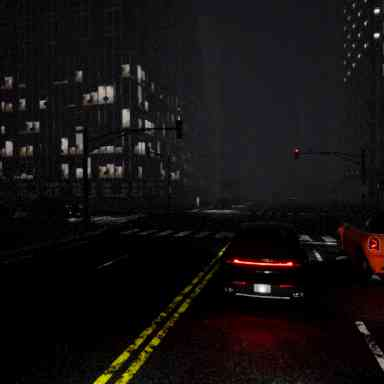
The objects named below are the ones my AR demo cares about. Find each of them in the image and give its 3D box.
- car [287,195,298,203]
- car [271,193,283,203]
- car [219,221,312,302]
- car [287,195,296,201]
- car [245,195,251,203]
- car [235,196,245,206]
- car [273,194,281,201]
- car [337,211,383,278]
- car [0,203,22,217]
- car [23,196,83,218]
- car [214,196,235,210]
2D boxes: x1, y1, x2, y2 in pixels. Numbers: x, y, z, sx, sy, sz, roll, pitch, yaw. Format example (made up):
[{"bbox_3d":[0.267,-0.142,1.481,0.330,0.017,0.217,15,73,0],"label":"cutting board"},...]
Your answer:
[{"bbox_3d":[21.132,1.469,69.495,2.128,1.511,4.902,0,0,15],"label":"car"},{"bbox_3d":[17.967,1.162,70.254,2.150,2.045,5.566,0,0,15],"label":"car"},{"bbox_3d":[1.884,1.502,8.383,1.837,1.490,4.892,0,0,15],"label":"car"},{"bbox_3d":[23.725,1.471,79.489,2.033,1.411,5.357,0,0,15],"label":"car"},{"bbox_3d":[11.289,1.473,70.406,1.812,1.442,4.674,0,0,15],"label":"car"},{"bbox_3d":[7.307,1.468,55.438,1.837,1.490,4.892,0,1,15],"label":"car"},{"bbox_3d":[20.579,1.241,80.308,1.882,1.535,5.008,0,0,15],"label":"car"},{"bbox_3d":[5.759,1.347,9.974,2.097,1.767,4.553,0,0,15],"label":"car"},{"bbox_3d":[-16.680,1.435,27.299,4.313,1.339,1.947,1,1,16],"label":"car"},{"bbox_3d":[-11.716,1.218,28.680,4.553,1.767,2.097,1,1,17],"label":"car"},{"bbox_3d":[4.041,1.504,42.895,1.812,1.442,4.674,0,0,14],"label":"car"}]
